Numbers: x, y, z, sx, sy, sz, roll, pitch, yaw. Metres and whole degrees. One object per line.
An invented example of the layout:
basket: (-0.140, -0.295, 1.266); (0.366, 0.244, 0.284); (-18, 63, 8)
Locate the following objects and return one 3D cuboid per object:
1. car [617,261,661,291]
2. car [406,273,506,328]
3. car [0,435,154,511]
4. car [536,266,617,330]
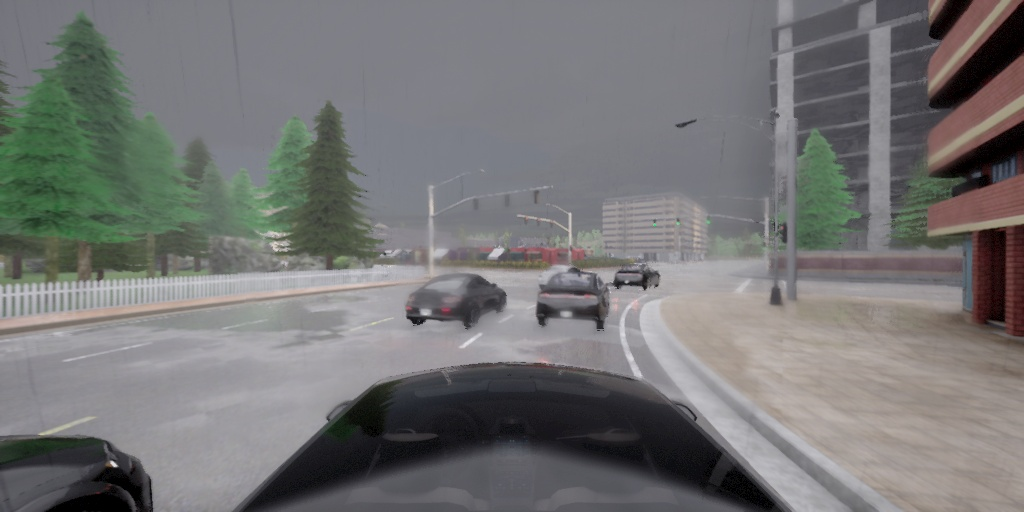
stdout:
car: (7.868, 1.265, 22.295); (2.128, 1.511, 4.902); (0, 0, 34)
car: (-1.575, 1.266, 11.337); (1.812, 1.442, 4.674); (0, 0, 15)
car: (-3.200, 1.305, 0.470); (1.994, 1.385, 4.181); (0, 0, -2)
car: (2.072, 1.243, 11.286); (2.128, 1.511, 4.902); (0, 0, 17)
